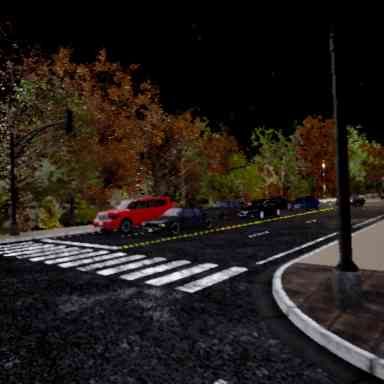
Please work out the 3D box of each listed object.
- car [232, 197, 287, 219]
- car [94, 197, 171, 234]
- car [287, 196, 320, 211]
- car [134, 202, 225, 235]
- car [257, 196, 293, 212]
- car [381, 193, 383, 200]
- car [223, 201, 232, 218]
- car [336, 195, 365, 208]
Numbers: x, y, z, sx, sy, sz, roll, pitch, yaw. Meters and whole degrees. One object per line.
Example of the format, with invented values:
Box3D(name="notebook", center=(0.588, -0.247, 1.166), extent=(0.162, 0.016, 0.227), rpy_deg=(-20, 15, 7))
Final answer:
Box3D(name="car", center=(5.586, 1.361, 27.194), extent=(1.837, 1.490, 4.892), rpy_deg=(-3, -1, 40))
Box3D(name="car", center=(-3.512, 1.408, 21.261), extent=(2.150, 2.045, 5.566), rpy_deg=(-3, -1, 40))
Box3D(name="car", center=(11.880, 1.185, 34.835), extent=(1.812, 1.442, 4.674), rpy_deg=(-3, -1, 39))
Box3D(name="car", center=(-0.544, 1.596, 19.738), extent=(2.033, 1.411, 5.357), rpy_deg=(-3, -1, 39))
Box3D(name="car", center=(9.249, 1.292, 36.744), extent=(1.837, 1.490, 4.892), rpy_deg=(-3, -1, 40))
Box3D(name="car", center=(31.901, 0.530, 53.747), extent=(2.033, 1.411, 5.357), rpy_deg=(-3, -1, 38))
Box3D(name="car", center=(3.013, 1.530, 29.170), extent=(2.033, 1.411, 5.357), rpy_deg=(-3, -1, 40))
Box3D(name="car", center=(17.105, 0.994, 35.773), extent=(2.033, 1.411, 5.357), rpy_deg=(-3, -1, 39))
